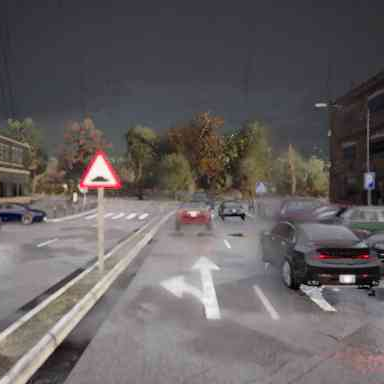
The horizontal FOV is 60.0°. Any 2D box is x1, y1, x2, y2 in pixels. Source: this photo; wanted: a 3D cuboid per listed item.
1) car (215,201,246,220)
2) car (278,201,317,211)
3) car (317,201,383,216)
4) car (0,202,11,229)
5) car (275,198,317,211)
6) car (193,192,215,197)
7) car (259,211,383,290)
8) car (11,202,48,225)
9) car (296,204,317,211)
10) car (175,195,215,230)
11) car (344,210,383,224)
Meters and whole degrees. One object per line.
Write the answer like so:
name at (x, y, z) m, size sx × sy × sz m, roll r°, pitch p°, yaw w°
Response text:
car at (3.135, 1.429, 26.796) m, size 2.033 × 1.411 × 5.357 m, roll 0°, pitch 0°, yaw 1°
car at (7.636, 1.420, 18.324) m, size 5.008 × 1.535 × 2.097 m, roll 0°, pitch 0°, yaw 0°
car at (7.602, 1.320, 12.810) m, size 4.553 × 1.767 × 2.185 m, roll 0°, pitch 0°, yaw 0°
car at (-12.556, 1.309, 17.482) m, size 4.553 × 1.767 × 2.185 m, roll 0°, pitch 0°, yaw 0°
car at (7.598, 1.277, 21.086) m, size 4.553 × 1.767 × 2.185 m, roll 0°, pitch 0°, yaw 0°
car at (1.251, 1.025, 36.883) m, size 2.150 × 2.045 × 5.566 m, roll 0°, pitch 0°, yaw 11°
car at (3.095, 1.483, 9.037) m, size 1.837 × 1.490 × 4.892 m, roll 0°, pitch 0°, yaw 0°
car at (-12.494, 1.424, 22.918) m, size 4.792 × 1.488 × 2.163 m, roll 0°, pitch 0°, yaw 0°
car at (7.630, 1.473, 15.568) m, size 4.674 × 1.452 × 2.002 m, roll 0°, pitch 0°, yaw 0°
car at (0.089, 1.276, 20.828) m, size 2.097 × 1.767 × 4.553 m, roll 0°, pitch 0°, yaw 0°
car at (7.641, 1.457, 10.048) m, size 4.892 × 1.521 × 2.231 m, roll 0°, pitch 0°, yaw 0°
